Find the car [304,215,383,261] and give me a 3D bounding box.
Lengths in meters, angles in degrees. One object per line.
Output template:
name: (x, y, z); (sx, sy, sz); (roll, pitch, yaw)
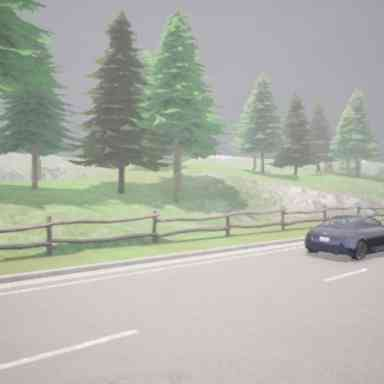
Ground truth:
car: (6.113, 1.559, 12.416); (4.181, 1.385, 1.994); (0, 0, -35)
